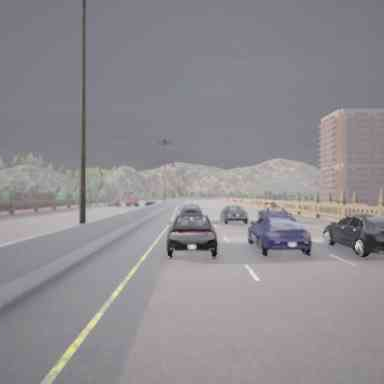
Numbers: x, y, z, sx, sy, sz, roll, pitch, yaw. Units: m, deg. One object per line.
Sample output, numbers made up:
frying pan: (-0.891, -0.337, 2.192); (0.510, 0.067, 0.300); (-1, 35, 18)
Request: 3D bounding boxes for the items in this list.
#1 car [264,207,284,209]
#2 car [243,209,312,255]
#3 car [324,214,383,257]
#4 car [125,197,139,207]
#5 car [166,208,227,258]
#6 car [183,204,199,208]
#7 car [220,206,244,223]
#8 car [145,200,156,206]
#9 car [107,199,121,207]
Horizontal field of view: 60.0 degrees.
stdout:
car: (6.914, 1.906, 28.426); (1.895, 1.301, 4.718); (0, -1, -1)
car: (3.517, 1.675, 13.889); (1.812, 1.442, 4.674); (0, 0, 0)
car: (7.014, 1.653, 13.496); (1.837, 1.490, 4.892); (0, 0, 0)
car: (-11.638, 1.916, 64.925); (2.150, 2.045, 5.566); (0, 0, -1)
car: (0.014, 1.639, 13.492); (2.128, 1.511, 4.902); (0, 0, 0)
car: (-0.088, 1.814, 28.566); (1.837, 1.490, 4.892); (0, 0, -1)
car: (3.425, 1.844, 27.629); (2.033, 1.411, 5.357); (0, -1, -1)
car: (-8.138, 2.297, 65.036); (1.895, 1.301, 4.718); (0, -1, -1)
car: (-15.137, 2.195, 64.810); (2.128, 1.511, 4.902); (0, -1, -1)
